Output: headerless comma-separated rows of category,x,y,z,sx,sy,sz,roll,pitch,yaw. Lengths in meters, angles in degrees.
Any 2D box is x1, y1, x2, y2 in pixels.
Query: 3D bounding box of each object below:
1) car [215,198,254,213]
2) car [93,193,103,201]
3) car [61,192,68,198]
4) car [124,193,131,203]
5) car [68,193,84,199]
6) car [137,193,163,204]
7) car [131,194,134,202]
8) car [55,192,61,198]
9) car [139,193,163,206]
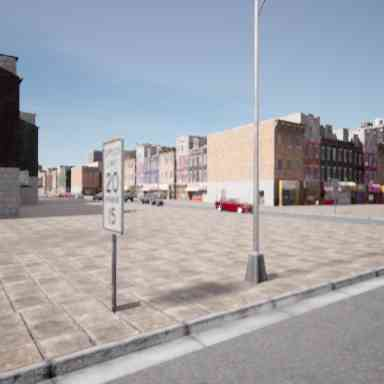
car,4.043,1.225,30.980,1.887,1.381,4.507,1,0,-35
car,-16.017,0.899,58.670,1.812,1.442,4.674,0,0,-35
car,-27.675,0.780,75.835,1.887,1.381,4.507,1,0,-35
car,-11.968,0.906,52.959,1.882,1.535,5.008,0,0,-35
car,-24.503,0.820,71.350,2.008,1.369,4.403,1,0,-35
car,-6.371,0.986,50.353,1.837,1.490,4.892,0,0,-35
car,-11.776,0.912,57.909,1.837,1.490,4.892,0,0,-35
car,-30.848,0.747,80.322,1.887,1.381,4.507,1,0,-35
car,-5.472,1.087,44.436,1.947,1.339,4.313,1,0,-35
